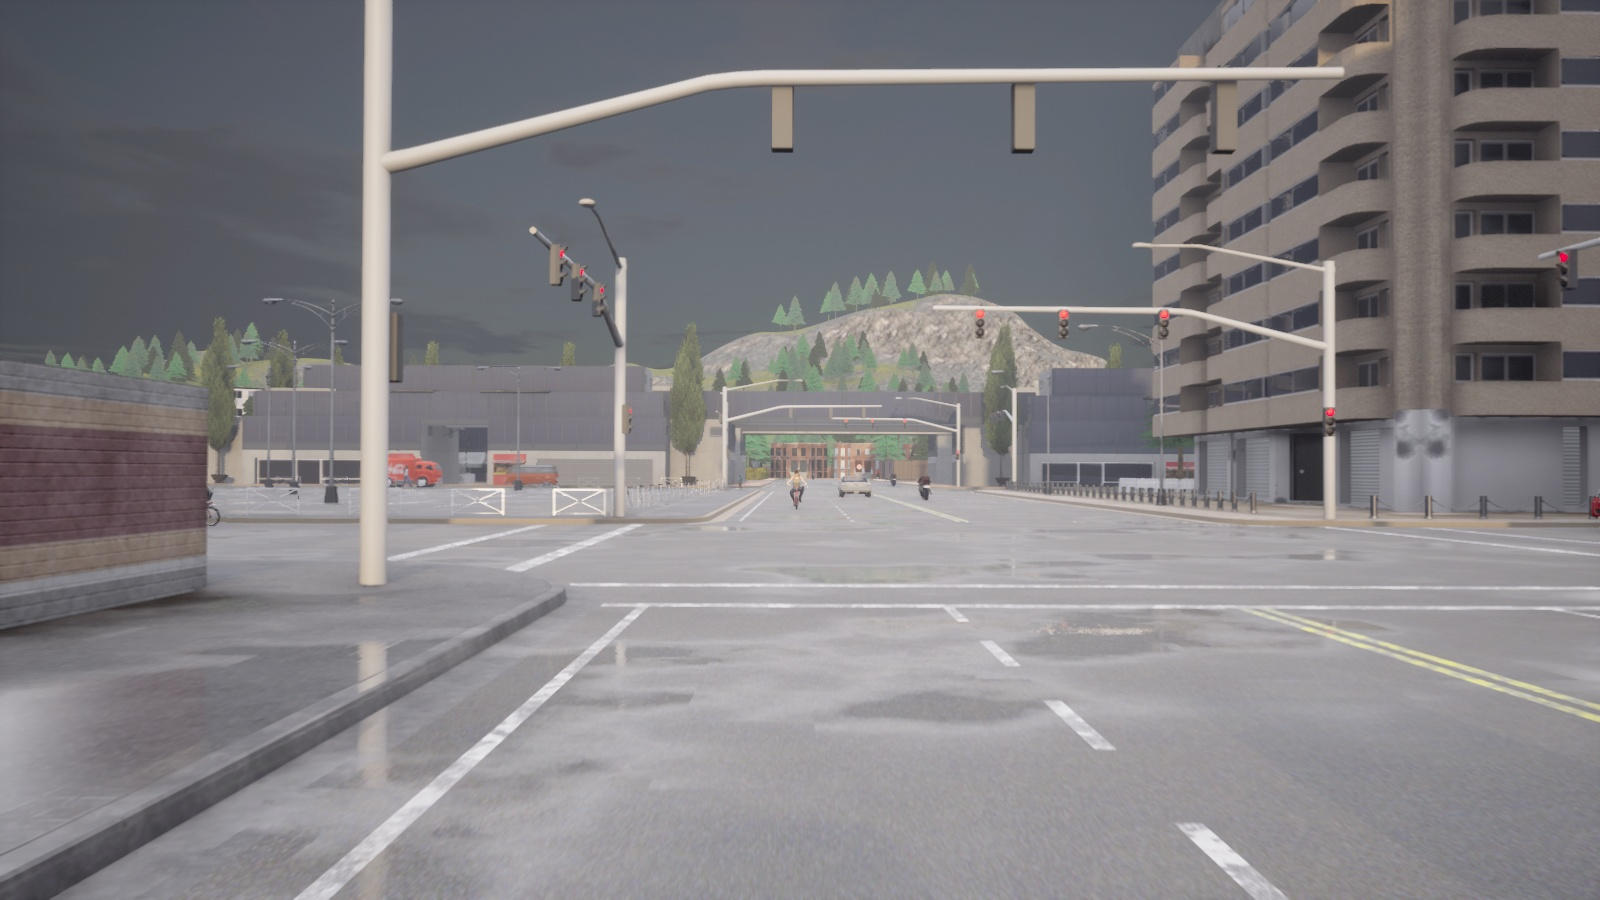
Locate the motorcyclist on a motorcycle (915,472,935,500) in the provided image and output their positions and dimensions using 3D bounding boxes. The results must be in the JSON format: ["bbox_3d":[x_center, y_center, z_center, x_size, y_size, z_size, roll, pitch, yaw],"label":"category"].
[{"bbox_3d":[6.833,1.973,68.797,0.866,1.530,2.191,0,-1,0],"label":"motorcyclist on a motorcycle"}]

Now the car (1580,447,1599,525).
[{"bbox_3d":[23.794,0.930,32.715,5.566,2.045,2.150,0,-1,0],"label":"car"}]

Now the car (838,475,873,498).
[{"bbox_3d":[3.316,2.171,75.870,1.895,1.301,4.718,0,-1,0],"label":"car"}]
